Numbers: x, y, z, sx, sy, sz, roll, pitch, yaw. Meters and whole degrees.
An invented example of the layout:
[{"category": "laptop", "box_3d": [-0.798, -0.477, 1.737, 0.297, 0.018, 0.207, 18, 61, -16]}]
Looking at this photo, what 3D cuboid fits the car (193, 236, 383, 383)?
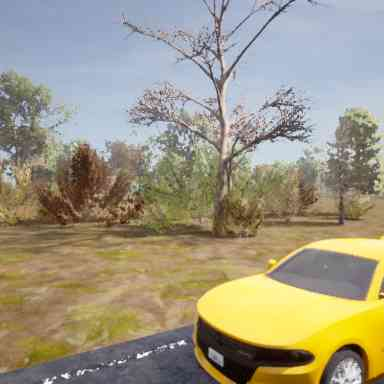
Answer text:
[{"category": "car", "box_3d": [2.357, 1.477, 4.884, 5.008, 1.535, 1.882, 0, 0, -33]}]
